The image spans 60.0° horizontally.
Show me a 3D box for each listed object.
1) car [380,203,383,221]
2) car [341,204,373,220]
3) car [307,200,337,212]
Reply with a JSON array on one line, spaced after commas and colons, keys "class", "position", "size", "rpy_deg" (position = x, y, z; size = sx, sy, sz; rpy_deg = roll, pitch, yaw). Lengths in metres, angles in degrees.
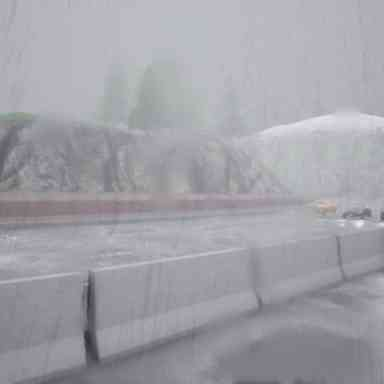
[{"class": "car", "position": [19.069, 1.576, 30.626], "size": [2.150, 2.045, 5.566], "rpy_deg": [0, -1, 41]}, {"class": "car", "position": [16.453, 1.896, 32.950], "size": [1.812, 1.442, 4.674], "rpy_deg": [0, -1, 41]}, {"class": "car", "position": [13.819, 1.570, 35.256], "size": [1.882, 1.535, 5.008], "rpy_deg": [0, -1, 41]}]
